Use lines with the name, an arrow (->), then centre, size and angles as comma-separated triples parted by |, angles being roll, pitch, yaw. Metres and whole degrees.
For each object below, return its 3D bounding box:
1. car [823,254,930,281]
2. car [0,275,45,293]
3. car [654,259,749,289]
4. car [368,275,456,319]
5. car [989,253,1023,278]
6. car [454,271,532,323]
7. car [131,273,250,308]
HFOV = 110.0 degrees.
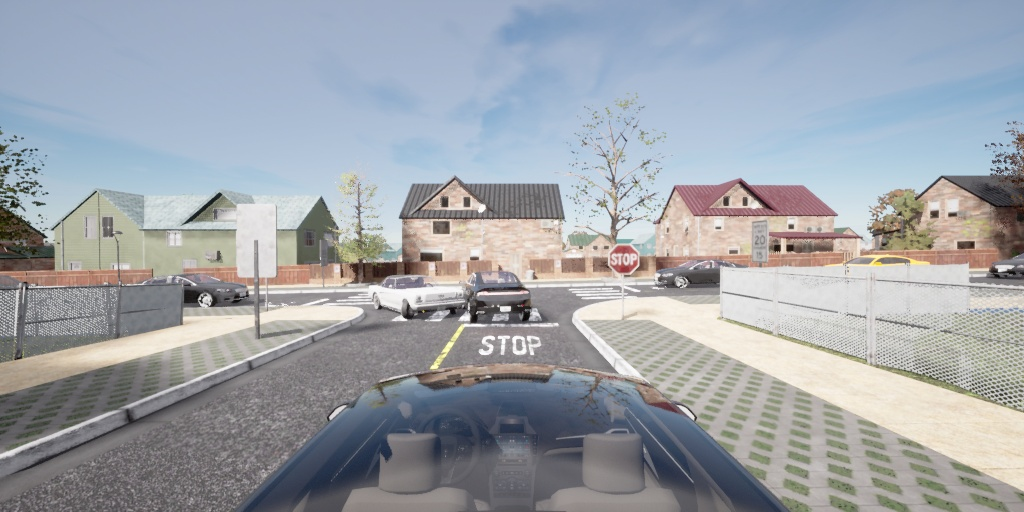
car -> 19.762, 0.691, 19.648 | 5.008, 1.535, 1.882 | -1, 1, -1
car -> -24.239, 1.648, 16.519 | 4.553, 1.767, 2.097 | -1, 1, 0
car -> 10.331, 0.926, 19.612 | 4.902, 1.511, 2.128 | -1, 1, 0
car -> -3.602, 1.368, 13.064 | 1.895, 1.301, 4.718 | 0, 0, -38
car -> 29.386, 0.478, 19.684 | 4.902, 1.511, 2.128 | -1, 1, 0
car -> -0.685, 1.243, 12.204 | 2.128, 1.511, 4.902 | 0, 0, -12
car -> -14.902, 1.567, 16.560 | 4.902, 1.511, 2.128 | -1, 1, 0
